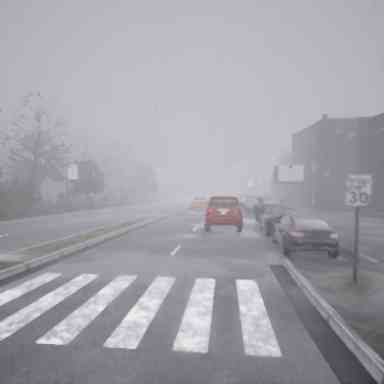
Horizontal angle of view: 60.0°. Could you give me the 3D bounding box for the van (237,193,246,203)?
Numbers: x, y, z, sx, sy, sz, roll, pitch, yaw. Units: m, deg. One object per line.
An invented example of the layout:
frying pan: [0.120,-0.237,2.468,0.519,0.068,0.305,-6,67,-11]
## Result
van: [10.935,1.324,73.689,1.878,1.987,4.442,1,0,6]

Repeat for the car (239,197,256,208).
car: [8.516,1.542,51.598,2.231,1.521,4.892,1,0,6]

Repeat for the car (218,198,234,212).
car: [4.108,1.502,40.044,1.882,1.535,5.008,1,0,6]

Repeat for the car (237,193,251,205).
car: [9.710,1.294,62.492,2.435,2.045,5.566,1,0,6]

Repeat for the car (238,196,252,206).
car: [9.117,1.543,57.091,2.097,1.535,5.008,1,0,6]

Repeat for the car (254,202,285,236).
car: [4.899,1.557,18.555,2.163,1.488,4.792,1,0,6]

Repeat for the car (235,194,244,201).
car: [12.120,1.428,84.527,2.185,1.767,4.553,1,0,6]

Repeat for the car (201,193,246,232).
car: [1.998,1.238,20.714,2.150,2.045,5.566,1,0,6]

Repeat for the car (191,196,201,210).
car: [1.168,1.345,43.390,2.097,1.767,4.553,1,0,7]

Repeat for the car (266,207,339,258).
car: [4.318,1.565,13.089,2.002,1.452,4.674,2,0,6]

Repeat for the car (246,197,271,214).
car: [6.698,1.574,35.000,2.002,1.452,4.674,1,0,6]

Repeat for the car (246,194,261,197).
car: [7.913,1.413,46.081,2.185,1.767,4.553,1,0,6]

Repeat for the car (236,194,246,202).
car: [11.520,1.426,79.035,2.185,1.767,4.553,1,0,6]
